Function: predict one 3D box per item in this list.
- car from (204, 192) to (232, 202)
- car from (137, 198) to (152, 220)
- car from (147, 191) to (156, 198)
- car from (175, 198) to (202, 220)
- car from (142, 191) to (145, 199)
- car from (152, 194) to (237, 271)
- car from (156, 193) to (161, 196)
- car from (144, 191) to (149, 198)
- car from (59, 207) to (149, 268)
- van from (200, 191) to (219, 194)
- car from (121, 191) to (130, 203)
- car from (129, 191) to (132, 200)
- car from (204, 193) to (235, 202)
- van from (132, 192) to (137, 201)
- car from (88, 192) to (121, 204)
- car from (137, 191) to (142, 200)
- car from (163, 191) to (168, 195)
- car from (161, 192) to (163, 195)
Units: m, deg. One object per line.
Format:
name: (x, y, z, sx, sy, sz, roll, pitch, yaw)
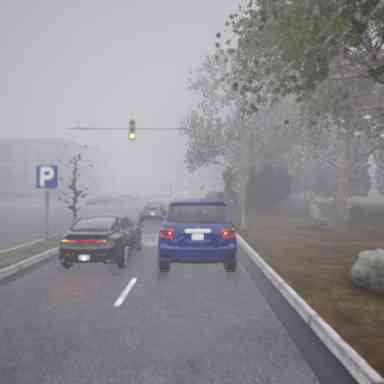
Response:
car: (4.615, 0.942, 59.781, 4.553, 1.767, 2.185, 0, 0, -14)
car: (-2.830, 1.459, 25.321, 1.994, 1.385, 4.181, 1, 1, -2)
car: (-11.519, 1.098, 78.139, 4.674, 1.452, 2.002, -1, 0, -12)
car: (-0.420, 1.378, 28.631, 1.837, 1.490, 4.892, 1, 1, -6)
car: (-12.699, 1.128, 69.154, 4.674, 1.452, 2.002, -1, 0, -13)
car: (0.163, 1.204, 10.947, 2.150, 2.045, 5.566, 0, 0, 0)
car: (-11.072, 0.796, 81.144, 5.566, 2.045, 2.435, -1, 0, -12)
car: (-12.330, 1.119, 72.156, 4.674, 1.452, 2.002, -1, 0, -13)
car: (-2.832, 1.487, 11.227, 1.837, 1.490, 4.892, 0, 0, 1)
van: (4.234, 0.852, 56.811, 4.442, 1.987, 1.878, 1, 1, -14)
car: (-13.849, 1.122, 57.195, 5.366, 1.575, 1.946, -1, 0, -15)
car: (-13.758, 0.994, 60.146, 4.553, 1.767, 2.185, -1, 0, -14)
car: (5.148, 1.055, 62.775, 5.366, 1.575, 1.946, 1, 0, -13)
van: (-13.295, 0.881, 63.186, 4.442, 1.987, 1.878, -1, 0, -14)
car: (-14.492, 1.175, 54.202, 4.792, 1.488, 2.163, -1, 0, -15)
car: (-13.070, 1.100, 66.158, 4.892, 1.521, 2.231, -1, 0, -14)
car: (-9.692, 1.017, 90.085, 5.008, 1.535, 2.097, -1, 0, -11)
car: (-10.652, 1.038, 84.124, 5.008, 1.535, 2.097, -1, 0, -12)
